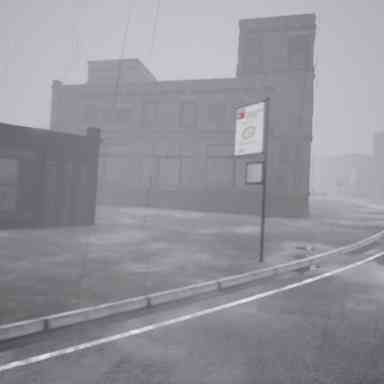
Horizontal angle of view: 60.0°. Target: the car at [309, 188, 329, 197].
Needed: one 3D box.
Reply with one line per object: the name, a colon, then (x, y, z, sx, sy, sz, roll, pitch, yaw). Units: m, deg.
car: (21.011, 0.051, 56.614, 2.033, 1.411, 5.357, 4, 2, -12)
